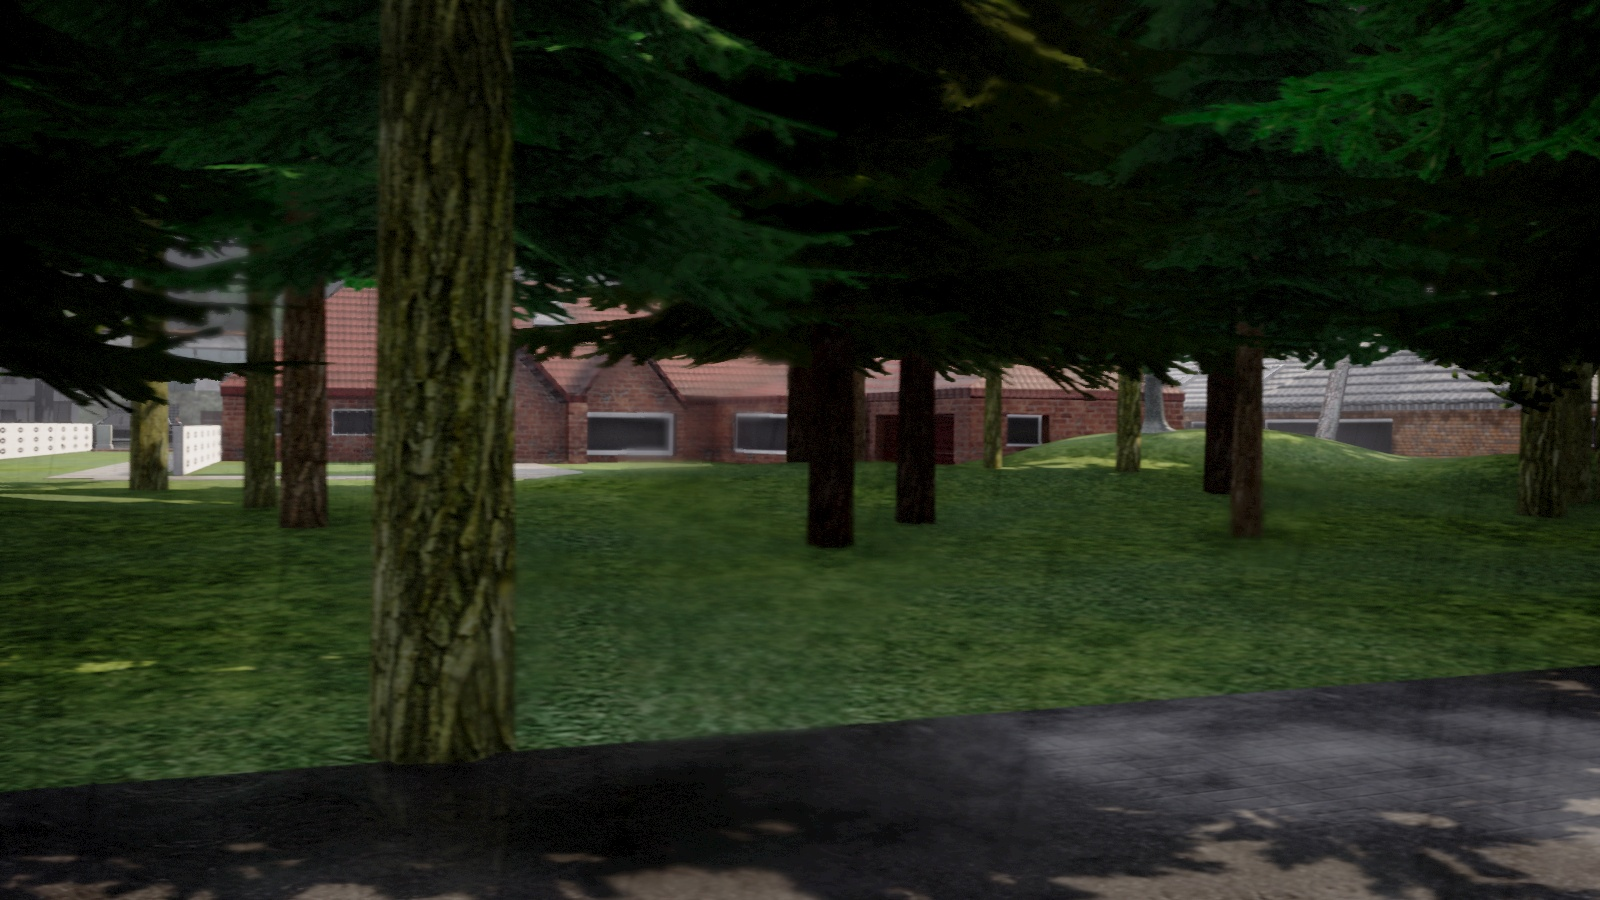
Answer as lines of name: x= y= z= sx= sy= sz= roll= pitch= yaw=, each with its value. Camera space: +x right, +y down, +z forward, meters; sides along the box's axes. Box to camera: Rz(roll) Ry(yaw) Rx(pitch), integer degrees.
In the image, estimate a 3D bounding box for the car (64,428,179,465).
car: x=-39.111 y=-0.240 z=72.533 sx=5.566 sy=2.045 sz=2.150 roll=-1 pitch=1 yaw=-20
